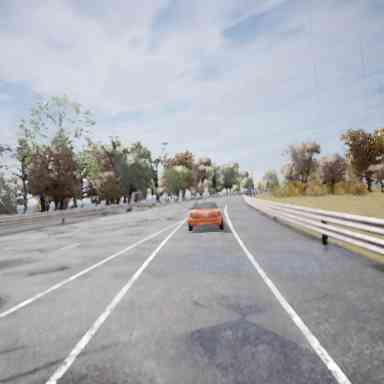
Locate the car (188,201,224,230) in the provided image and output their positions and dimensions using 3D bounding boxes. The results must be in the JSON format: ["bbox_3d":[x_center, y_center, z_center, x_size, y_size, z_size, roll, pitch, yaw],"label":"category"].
[{"bbox_3d":[0.879,1.329,21.248,2.097,1.767,4.553,-4,0,3],"label":"car"}]
